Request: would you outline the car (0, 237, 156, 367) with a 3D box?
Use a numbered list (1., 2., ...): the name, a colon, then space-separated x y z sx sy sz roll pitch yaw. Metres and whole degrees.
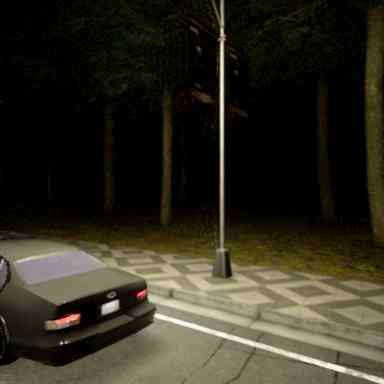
1. car: -3.100 1.531 5.773 5.357 1.411 2.033 0 0 35
